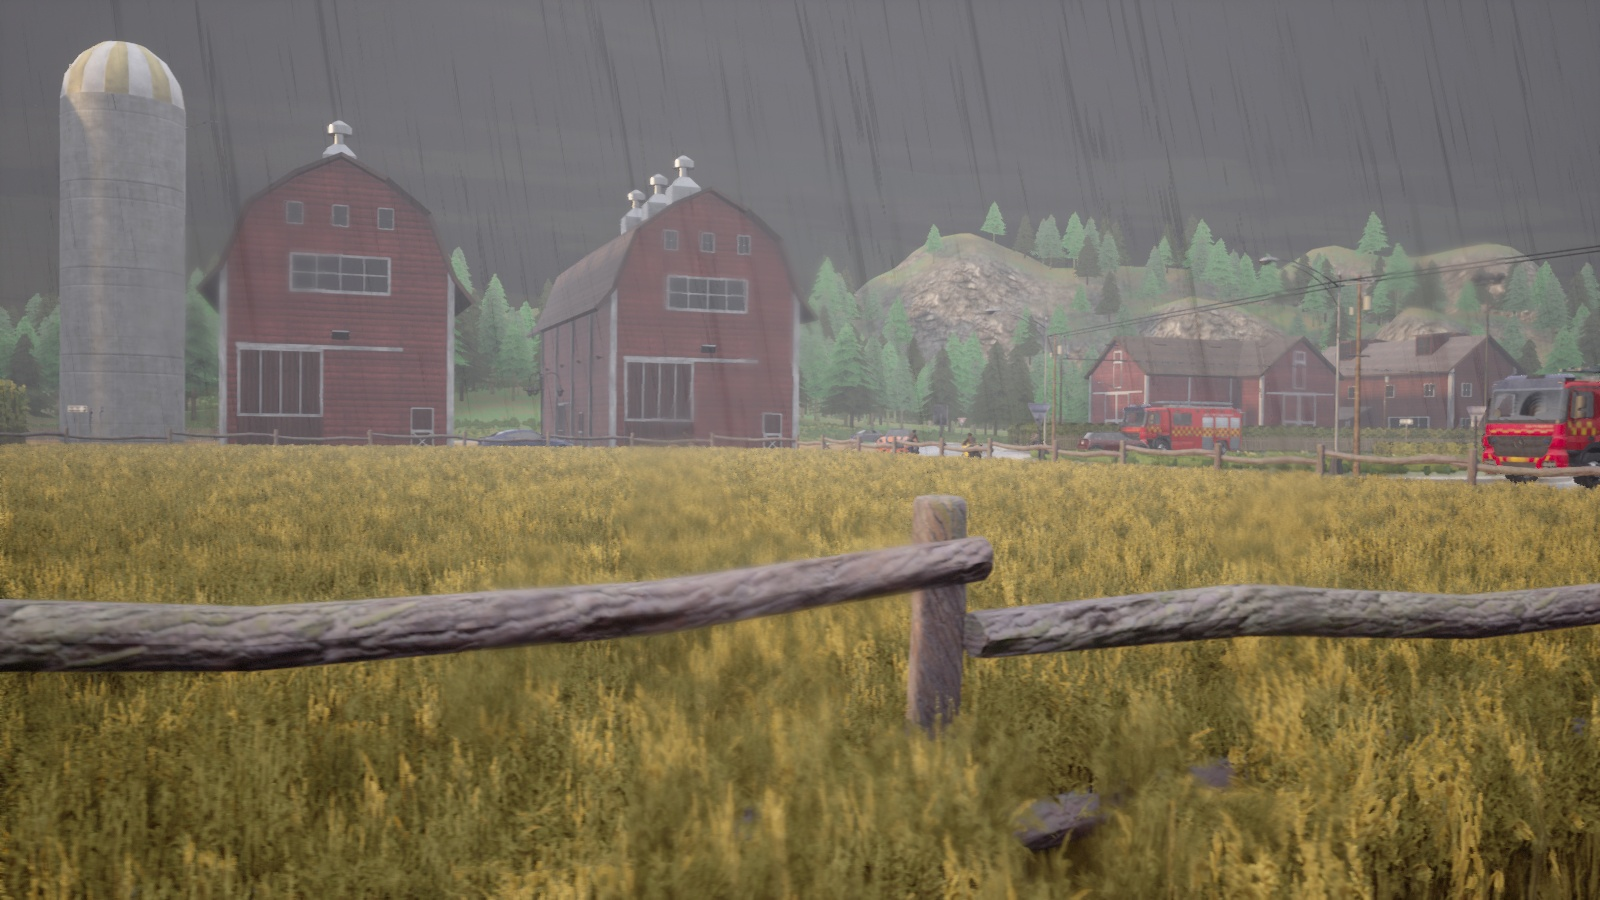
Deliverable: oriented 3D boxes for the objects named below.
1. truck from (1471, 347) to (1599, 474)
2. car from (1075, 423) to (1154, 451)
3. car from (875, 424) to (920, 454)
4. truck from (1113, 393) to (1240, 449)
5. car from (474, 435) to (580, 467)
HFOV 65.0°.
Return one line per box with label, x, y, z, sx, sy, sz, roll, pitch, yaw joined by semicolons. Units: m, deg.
truck;26.158;-1.277;40.788;8.468;3.827;2.891;-1;1;-22
car;20.509;-0.861;82.000;4.553;1.767;2.097;-1;1;-9
car;6.060;-0.695;77.437;2.097;1.767;4.553;0;1;13
truck;26.325;-2.038;87.732;8.468;3.827;2.891;-1;1;-21
car;-13.125;0.009;60.378;4.674;1.442;1.812;-1;1;-24
